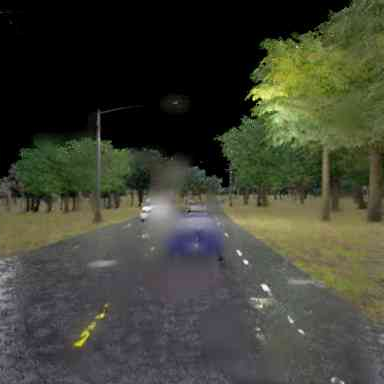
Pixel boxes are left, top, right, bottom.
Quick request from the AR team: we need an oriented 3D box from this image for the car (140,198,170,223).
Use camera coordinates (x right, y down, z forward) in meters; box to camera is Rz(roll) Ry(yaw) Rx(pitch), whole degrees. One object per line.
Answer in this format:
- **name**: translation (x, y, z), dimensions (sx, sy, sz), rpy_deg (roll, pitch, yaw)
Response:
- **car**: translation (-3.180, 1.580, 29.544), dimensions (2.150, 2.045, 5.566), rpy_deg (0, 0, 0)

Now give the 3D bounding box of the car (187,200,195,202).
- **car**: translation (-0.168, 2.466, 75.981), dimensions (1.994, 1.385, 4.181), rpy_deg (0, -1, 5)

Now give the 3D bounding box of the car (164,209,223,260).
- **car**: translation (0.185, 1.642, 13.221), dimensions (1.882, 1.535, 5.008), rpy_deg (0, -1, 2)

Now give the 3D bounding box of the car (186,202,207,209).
- **car**: translation (0.517, 1.830, 27.181), dimensions (2.128, 1.511, 4.902), rpy_deg (0, -1, 2)
